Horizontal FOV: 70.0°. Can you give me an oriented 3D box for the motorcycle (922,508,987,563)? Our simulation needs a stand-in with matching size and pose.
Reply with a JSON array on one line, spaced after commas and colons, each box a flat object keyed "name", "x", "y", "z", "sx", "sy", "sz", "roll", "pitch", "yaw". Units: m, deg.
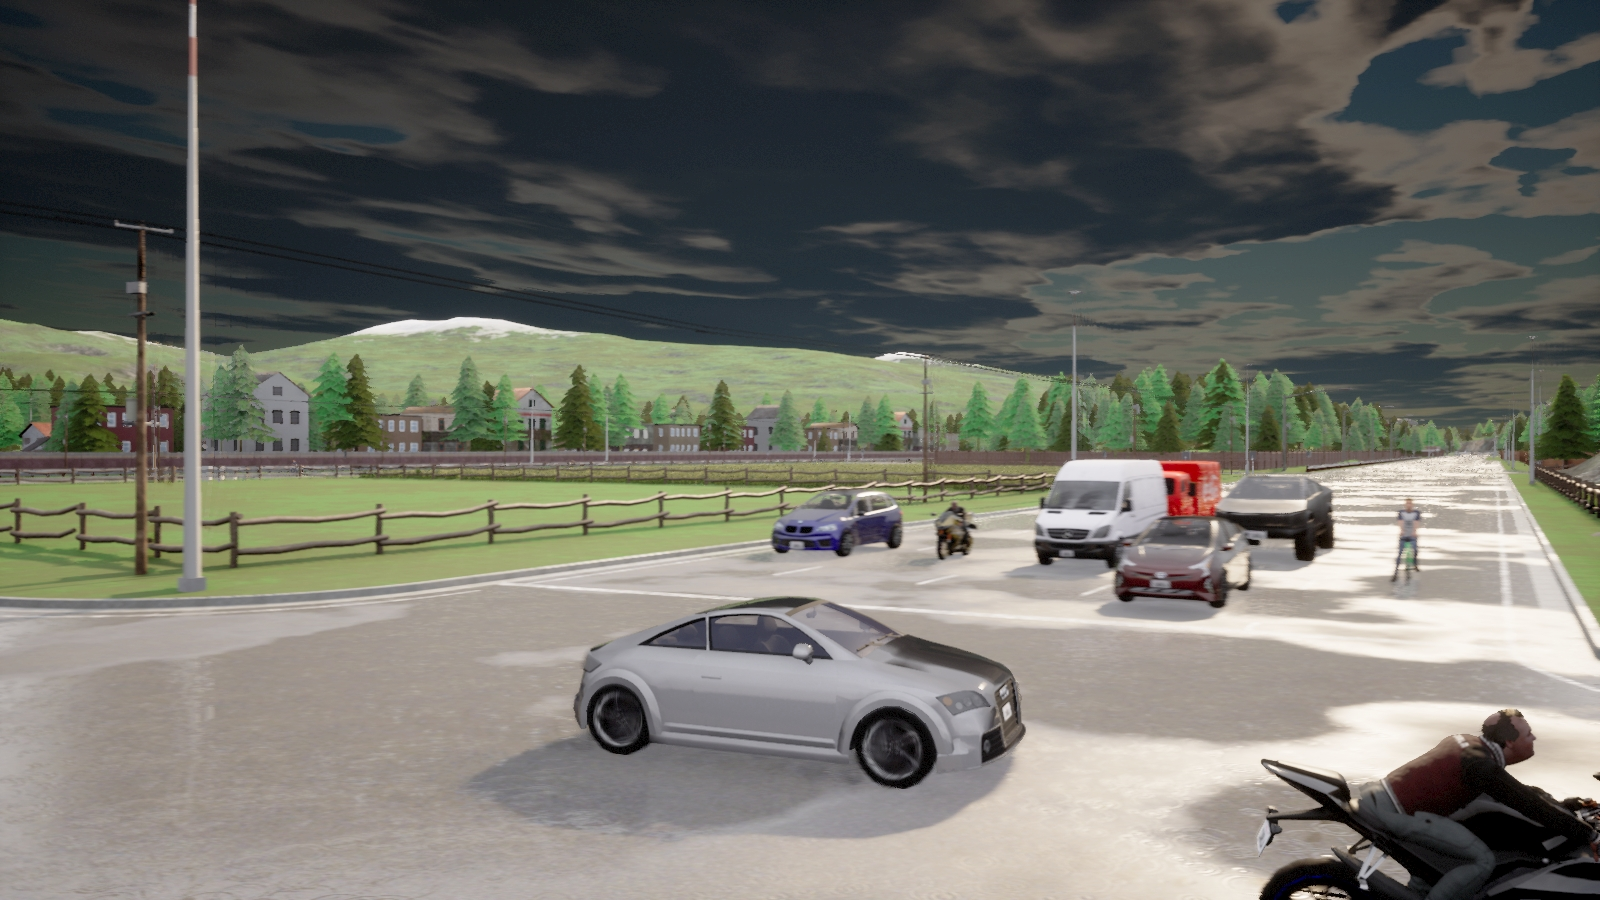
[{"name": "motorcycle", "x": 4.056, "y": 2.211, "z": 29.856, "sx": 0.867, "sy": 1.251, "sz": 2.209, "roll": 0, "pitch": 0, "yaw": 31}]

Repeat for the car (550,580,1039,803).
[{"name": "car", "x": -0.022, "y": 2.120, "z": 10.804, "sx": 4.181, "sy": 1.385, "sz": 1.994, "roll": 0, "pitch": 0, "yaw": 22}]

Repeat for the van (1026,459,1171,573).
[{"name": "van", "x": 7.753, "y": 1.541, "z": 29.211, "sx": 1.988, "sy": 2.561, "sz": 5.915, "roll": 0, "pitch": 0, "yaw": 31}]

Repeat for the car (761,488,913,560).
[{"name": "car", "x": 1.114, "y": 1.973, "z": 31.753, "sx": 2.242, "sy": 1.667, "sz": 4.611, "roll": 0, "pitch": 0, "yaw": 32}]

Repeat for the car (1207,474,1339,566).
[{"name": "car", "x": 12.984, "y": 1.762, "z": 31.069, "sx": 2.390, "sy": 2.098, "sz": 6.274, "roll": 0, "pitch": 0, "yaw": 31}]

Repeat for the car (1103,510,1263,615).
[{"name": "car", "x": 7.456, "y": 2.045, "z": 21.939, "sx": 2.007, "sy": 1.525, "sz": 4.514, "roll": 0, "pitch": 0, "yaw": 31}]

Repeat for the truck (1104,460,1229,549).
[{"name": "truck", "x": 11.486, "y": 1.575, "z": 35.538, "sx": 2.627, "sy": 2.467, "sz": 5.204, "roll": 0, "pitch": 0, "yaw": 30}]

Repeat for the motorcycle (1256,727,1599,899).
[{"name": "motorcycle", "x": 3.494, "y": 2.207, "z": 5.743, "sx": 2.209, "sy": 1.251, "sz": 0.867, "roll": 0, "pitch": 0, "yaw": 20}]

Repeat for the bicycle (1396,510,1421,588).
[{"name": "bicycle", "x": 12.801, "y": 2.063, "z": 24.026, "sx": 0.373, "sy": 1.496, "sz": 1.643, "roll": 0, "pitch": 0, "yaw": 31}]
